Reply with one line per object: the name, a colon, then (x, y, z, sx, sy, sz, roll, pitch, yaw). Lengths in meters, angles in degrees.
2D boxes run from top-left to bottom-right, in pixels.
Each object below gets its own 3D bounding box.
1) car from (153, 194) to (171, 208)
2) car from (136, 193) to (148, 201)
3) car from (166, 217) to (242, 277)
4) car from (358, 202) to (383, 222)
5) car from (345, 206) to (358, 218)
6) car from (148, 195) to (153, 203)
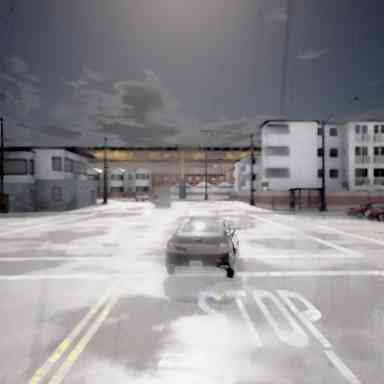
car: (-3.916, 1.233, 45.352, 2.097, 1.767, 4.553, 0, 1, -5)
car: (-9.493, 1.000, 64.760, 1.812, 1.442, 4.674, 0, 1, -30)
car: (0.501, 1.538, 10.497, 2.128, 1.511, 4.902, 0, 0, 10)
car: (16.502, 1.617, 26.997, 4.674, 1.442, 1.812, 0, 0, 1)
car: (16.529, 1.629, 30.496, 4.674, 1.442, 1.812, 0, 0, 1)
car: (-5.554, 1.185, 55.209, 1.837, 1.490, 4.892, 0, 1, -16)
